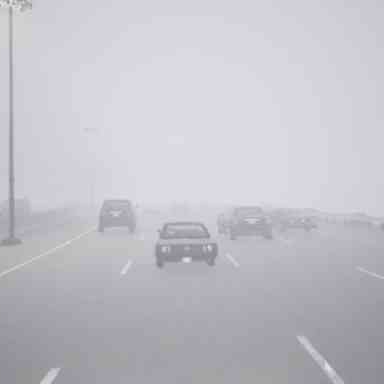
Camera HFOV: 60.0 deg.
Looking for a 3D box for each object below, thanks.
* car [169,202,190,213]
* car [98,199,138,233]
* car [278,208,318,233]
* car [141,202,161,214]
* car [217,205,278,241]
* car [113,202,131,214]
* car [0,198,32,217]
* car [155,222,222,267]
[{"bbox_3d":[-1.623,1.947,42.123,1.994,1.385,4.181,0,-1,-15],"label":"car"},{"bbox_3d":[-4.774,1.456,21.875,2.150,2.045,5.566,0,0,-8],"label":"car"},{"bbox_3d":[5.864,1.682,20.960,2.033,1.411,5.357,0,0,-7],"label":"car"},{"bbox_3d":[-5.143,1.936,41.813,1.812,1.442,4.674,0,0,-15],"label":"car"},{"bbox_3d":[2.651,1.486,17.873,2.097,1.767,4.553,-1,-1,-5],"label":"car"},{"bbox_3d":[-9.052,2.017,42.761,1.994,1.385,4.181,0,-1,-16],"label":"car"},{"bbox_3d":[-17.813,1.671,33.545,2.150,2.045,5.566,0,-1,-12],"label":"car"},{"bbox_3d":[-0.313,1.709,11.926,1.895,1.301,4.718,0,0,-4],"label":"car"}]
